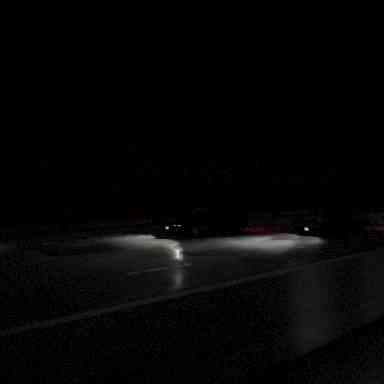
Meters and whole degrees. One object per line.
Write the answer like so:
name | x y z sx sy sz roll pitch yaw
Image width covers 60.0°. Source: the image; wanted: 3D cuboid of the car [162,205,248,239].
car | 0.768 1.479 17.462 4.892 1.490 1.837 0 0 -36

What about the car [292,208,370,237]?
car | 7.561 1.566 18.020 4.718 1.301 1.895 0 0 -36
